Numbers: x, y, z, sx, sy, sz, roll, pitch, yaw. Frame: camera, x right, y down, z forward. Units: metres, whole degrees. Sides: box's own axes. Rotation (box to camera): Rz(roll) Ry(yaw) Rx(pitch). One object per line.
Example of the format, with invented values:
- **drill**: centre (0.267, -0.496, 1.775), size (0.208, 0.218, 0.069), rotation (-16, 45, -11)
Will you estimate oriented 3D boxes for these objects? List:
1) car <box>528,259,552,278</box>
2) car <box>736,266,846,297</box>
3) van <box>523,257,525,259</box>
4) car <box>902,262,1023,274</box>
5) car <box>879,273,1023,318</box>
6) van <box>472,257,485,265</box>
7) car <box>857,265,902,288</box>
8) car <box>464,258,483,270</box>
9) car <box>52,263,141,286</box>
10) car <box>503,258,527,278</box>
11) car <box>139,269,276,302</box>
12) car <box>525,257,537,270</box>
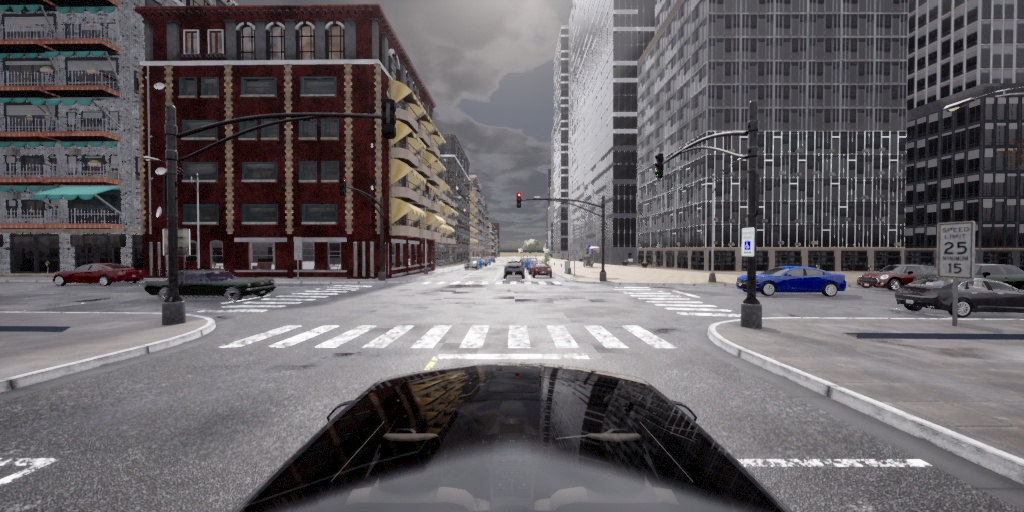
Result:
- **car**: centre (2.731, 1.271, 33.440), size (1.888, 1.381, 4.507), rotation (0, 0, 0)
- **car**: centre (14.686, 1.270, 19.046), size (5.008, 1.535, 1.882), rotation (0, 1, 2)
- **van**: centre (2.770, 1.044, 50.378), size (1.690, 1.789, 3.998), rotation (0, 0, 0)
- **car**: centre (24.146, 1.188, 18.886), size (4.553, 1.767, 2.097), rotation (0, 1, 1)
- **car**: centre (16.741, 1.445, 13.100), size (4.403, 1.370, 2.007), rotation (0, 0, 1)
- **van**: centre (-5.565, 1.036, 56.010), size (1.690, 1.789, 3.998), rotation (0, 0, 0)
- **car**: centre (23.420, 1.230, 21.632), size (4.097, 1.591, 1.967), rotation (0, 0, 1)
- **car**: centre (-5.578, 1.269, 50.364), size (1.948, 1.339, 4.313), rotation (0, 0, 0)
- **car**: centre (-25.809, 1.110, 22.397), size (4.507, 1.381, 1.888), rotation (0, 0, 1)
- **car**: centre (0.183, 1.232, 34.151), size (1.837, 1.490, 4.892), rotation (0, 1, 0)
- **car**: centre (-13.525, 1.313, 16.297), size (4.718, 1.301, 1.895), rotation (0, 1, 1)
- **car**: centre (2.744, 1.159, 39.086), size (1.967, 1.591, 4.097), rotation (0, 0, 0)
